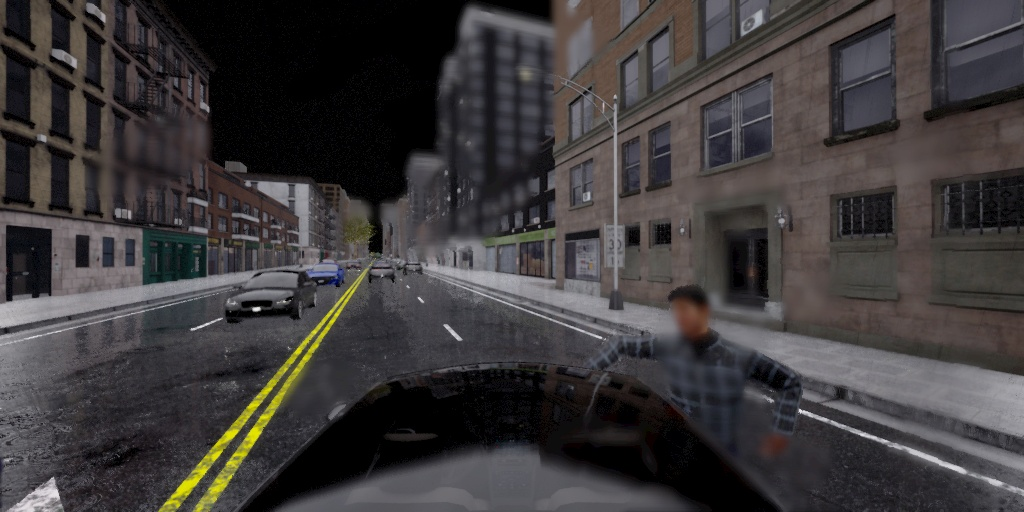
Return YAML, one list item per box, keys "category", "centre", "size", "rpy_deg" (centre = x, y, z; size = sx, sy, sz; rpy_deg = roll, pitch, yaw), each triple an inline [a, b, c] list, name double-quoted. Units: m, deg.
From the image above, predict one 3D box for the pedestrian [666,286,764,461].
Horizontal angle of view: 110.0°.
- category: "pedestrian"
  centre: [1.081, 1.075, 2.010]
  size: [0.375, 1.860, 0.375]
  rpy_deg: [1, 10, 23]

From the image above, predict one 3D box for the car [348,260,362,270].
- category: "car"
  centre: [-22.655, 1.263, 51.464]
  size: [1.994, 1.385, 4.181]
  rpy_deg: [0, 0, -20]

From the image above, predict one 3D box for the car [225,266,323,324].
- category: "car"
  centre: [-7.946, 1.254, 12.241]
  size: [1.837, 1.490, 4.892]
  rpy_deg: [0, -1, -21]

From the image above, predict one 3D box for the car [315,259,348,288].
- category: "car"
  centre: [-12.228, 1.216, 23.680]
  size: [1.882, 1.535, 5.008]
  rpy_deg: [0, 0, -21]

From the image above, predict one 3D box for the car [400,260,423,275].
- category: "car"
  centre: [-10.801, 1.211, 38.800]
  size: [2.128, 1.511, 4.902]
  rpy_deg: [0, 0, -20]

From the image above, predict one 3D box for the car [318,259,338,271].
- category: "car"
  centre: [-25.652, 1.178, 50.200]
  size: [1.882, 1.535, 5.008]
  rpy_deg: [0, 0, -20]

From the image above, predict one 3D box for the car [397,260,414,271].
- category: "car"
  centre: [-14.489, 1.269, 48.565]
  size: [1.994, 1.385, 4.181]
  rpy_deg: [0, 0, -20]

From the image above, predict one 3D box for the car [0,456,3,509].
- category: "car"
  centre: [-3.124, 1.285, 0.117]
  size: [1.812, 1.442, 4.674]
  rpy_deg: [0, 0, -24]

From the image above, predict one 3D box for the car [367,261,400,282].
- category: "car"
  centre: [-10.322, 1.225, 28.390]
  size: [2.128, 1.511, 4.902]
  rpy_deg: [0, 0, -21]
